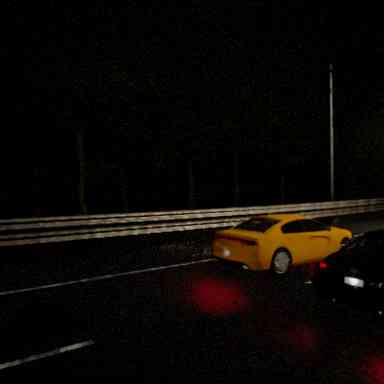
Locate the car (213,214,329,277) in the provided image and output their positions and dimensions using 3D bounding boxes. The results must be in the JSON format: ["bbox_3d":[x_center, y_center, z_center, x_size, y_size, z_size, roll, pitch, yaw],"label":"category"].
[{"bbox_3d":[2.924,1.412,10.140,5.008,1.535,1.882,-1,0,-36],"label":"car"}]

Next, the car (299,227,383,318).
[{"bbox_3d":[4.429,1.505,6.914,4.181,1.385,1.994,-1,0,-36],"label":"car"}]
